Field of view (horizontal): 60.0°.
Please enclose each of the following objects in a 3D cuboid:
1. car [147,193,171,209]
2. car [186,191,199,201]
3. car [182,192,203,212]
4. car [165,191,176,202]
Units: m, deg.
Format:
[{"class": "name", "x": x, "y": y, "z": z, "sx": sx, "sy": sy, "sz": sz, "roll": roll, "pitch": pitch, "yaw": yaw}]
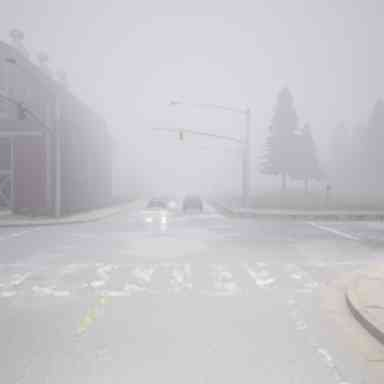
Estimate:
[{"class": "car", "x": -3.528, "y": 1.054, "z": 34.569, "sx": 1.895, "sy": 1.301, "sz": 4.718, "roll": 0, "pitch": 1, "yaw": 0}, {"class": "car", "x": 0.114, "y": 0.650, "z": 56.905, "sx": 2.033, "sy": 1.411, "sz": 5.357, "roll": 0, "pitch": 1, "yaw": 0}, {"class": "car", "x": 0.063, "y": 0.995, "z": 31.441, "sx": 2.128, "sy": 1.511, "sz": 4.902, "roll": 0, "pitch": 1, "yaw": 0}, {"class": "car", "x": -3.470, "y": 0.669, "z": 52.119, "sx": 2.128, "sy": 1.511, "sz": 4.902, "roll": 0, "pitch": 1, "yaw": 0}]
